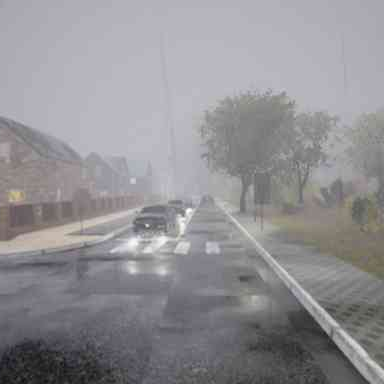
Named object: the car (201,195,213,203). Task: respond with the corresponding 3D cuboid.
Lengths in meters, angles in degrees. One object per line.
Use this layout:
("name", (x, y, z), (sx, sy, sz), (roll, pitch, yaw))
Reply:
("car", (2.903, 1.270, 64.572), (2.128, 1.511, 4.902), (0, 0, 2))

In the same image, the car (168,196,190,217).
("car", (-1.509, 1.368, 30.137), (1.837, 1.490, 4.892), (0, 1, 2))

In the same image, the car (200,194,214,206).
("car", (2.352, 1.156, 51.536), (2.097, 1.767, 4.553), (0, 0, 2))

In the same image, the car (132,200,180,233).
("car", (-2.043, 1.414, 19.043), (1.837, 1.490, 4.892), (0, 0, 5))

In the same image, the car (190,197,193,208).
("car", (-0.880, 1.311, 44.485), (2.128, 1.511, 4.902), (0, 0, 3))
